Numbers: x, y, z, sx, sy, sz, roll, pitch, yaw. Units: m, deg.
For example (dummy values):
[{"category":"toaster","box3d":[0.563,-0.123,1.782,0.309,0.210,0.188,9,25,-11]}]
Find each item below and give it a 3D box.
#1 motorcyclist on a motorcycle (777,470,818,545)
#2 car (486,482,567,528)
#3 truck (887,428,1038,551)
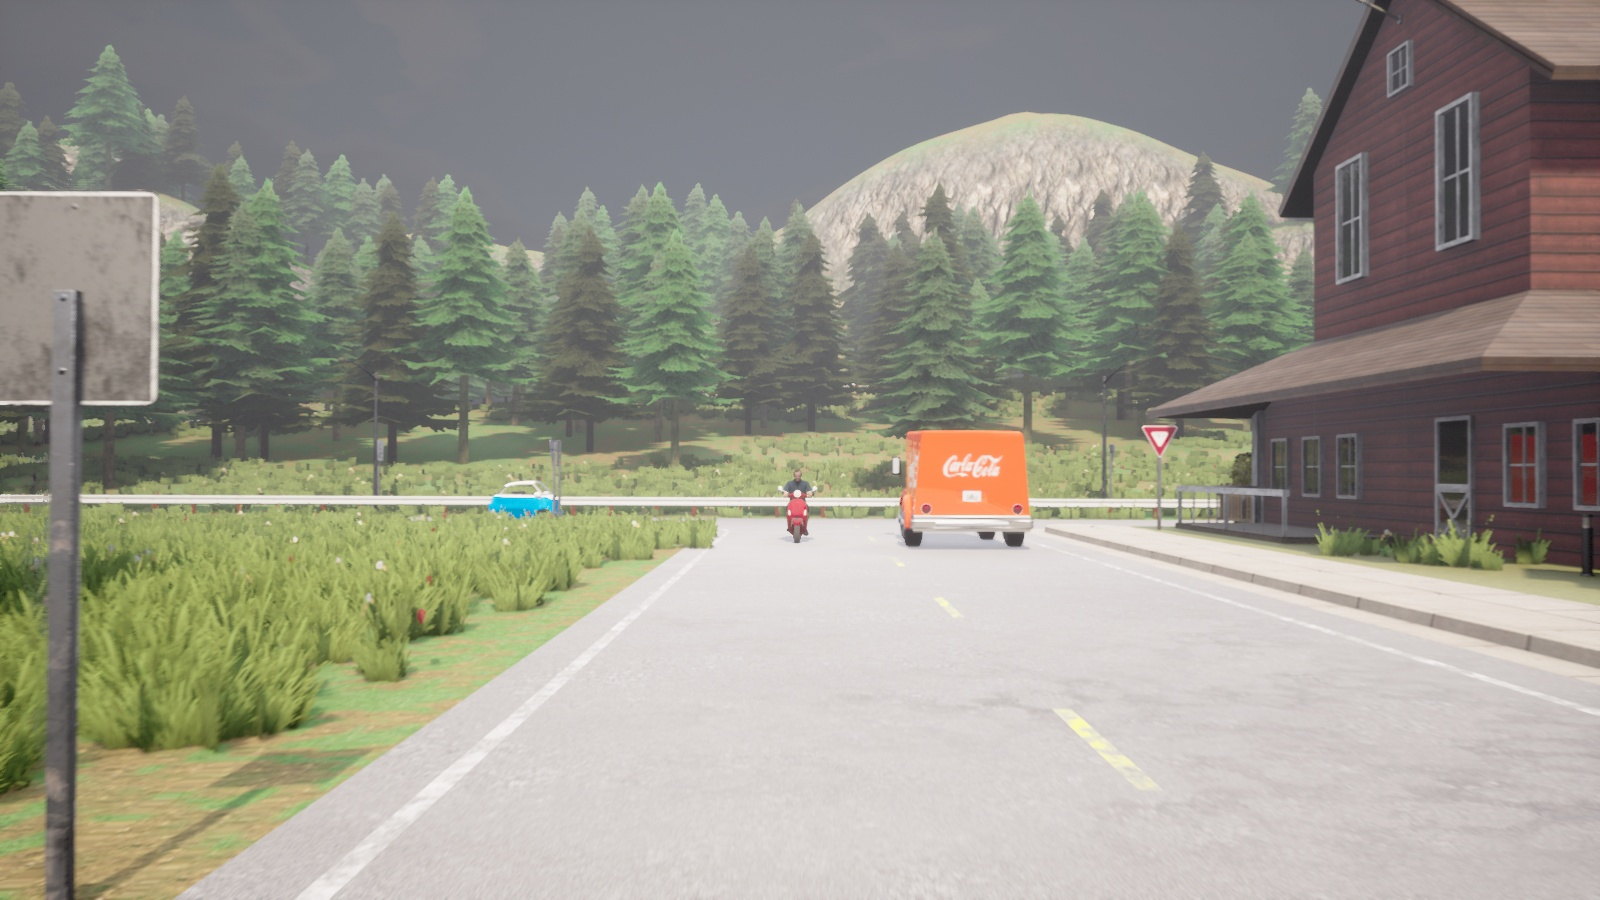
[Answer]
[{"category":"motorcyclist on a motorcycle","box3d":[-0.050,1.229,27.540,0.866,1.590,1.817,0,-1,0]},{"category":"car","box3d":[-8.539,1.701,39.263,2.207,1.376,1.481,-1,-1,0]},{"category":"truck","box3d":[3.432,0.792,27.734,2.627,2.467,5.204,0,0,0]}]
